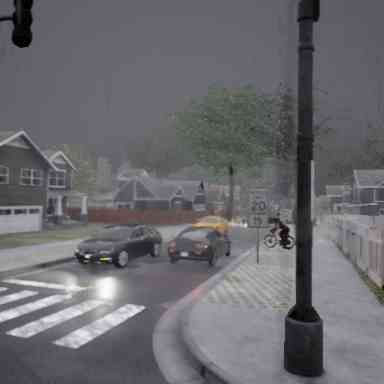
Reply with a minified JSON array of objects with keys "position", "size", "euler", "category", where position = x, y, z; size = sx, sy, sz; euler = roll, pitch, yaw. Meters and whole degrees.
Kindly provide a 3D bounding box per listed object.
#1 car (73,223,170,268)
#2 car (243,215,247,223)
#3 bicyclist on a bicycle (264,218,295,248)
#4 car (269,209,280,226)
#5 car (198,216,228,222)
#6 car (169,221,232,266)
[{"position":[-2.866,2.117,13.929],"size":[1.837,1.490,4.892],"euler":[0,-2,19],"category":"car"},{"position":[8.607,3.747,47.266],"size":[1.994,1.385,4.181],"euler":[0,-2,19],"category":"car"},{"position":[4.759,2.241,18.123],"size":[1.656,1.620,0.582],"euler":[0,-2,19],"category":"bicyclist on a bicycle"},{"position":[9.844,3.229,42.204],"size":[2.150,2.045,5.566],"euler":[0,-2,19],"category":"car"},{"position":[1.613,2.707,27.035],"size":[1.882,1.535,5.008],"euler":[0,-2,19],"category":"car"},{"position":[0.453,2.230,14.479],"size":[1.812,1.442,4.674],"euler":[0,-2,19],"category":"car"}]
